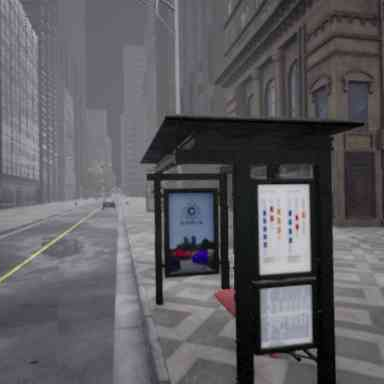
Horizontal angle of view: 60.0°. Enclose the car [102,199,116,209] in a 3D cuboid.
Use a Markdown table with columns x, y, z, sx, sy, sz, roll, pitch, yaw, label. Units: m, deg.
| x | y | z | sx | sy | sz | roll | pitch | yaw | label |
| --- | --- | --- | --- | --- | --- | --- | --- | --- | --- |
| -12.690 | 1.822 | 50.880 | 1.882 | 1.535 | 5.008 | -1 | 0 | -13 | car |
